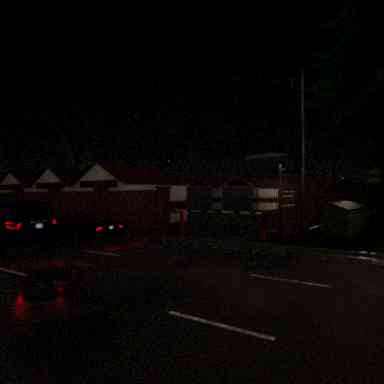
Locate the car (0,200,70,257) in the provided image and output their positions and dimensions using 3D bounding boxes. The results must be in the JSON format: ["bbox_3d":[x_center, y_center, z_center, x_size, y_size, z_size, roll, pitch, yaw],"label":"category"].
[{"bbox_3d":[-7.756,1.348,13.696,5.566,2.045,2.150,0,0,36],"label":"car"}]

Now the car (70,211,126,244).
[{"bbox_3d":[-5.699,1.679,16.529,5.357,1.411,2.033,-1,0,36],"label":"car"}]
